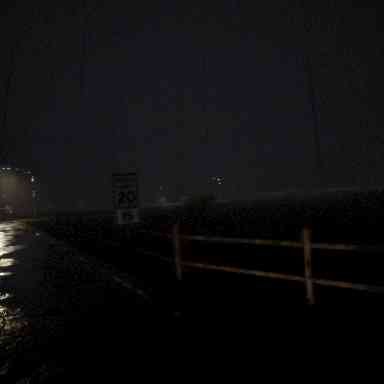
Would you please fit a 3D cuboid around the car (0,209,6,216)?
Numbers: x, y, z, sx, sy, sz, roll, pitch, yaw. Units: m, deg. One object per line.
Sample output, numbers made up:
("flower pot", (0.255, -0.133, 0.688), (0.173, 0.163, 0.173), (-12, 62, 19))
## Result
("car", (-40.181, 4.422, 69.992), (1.837, 1.490, 4.892), (-4, 0, -31))
